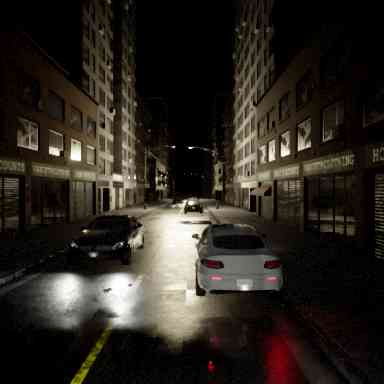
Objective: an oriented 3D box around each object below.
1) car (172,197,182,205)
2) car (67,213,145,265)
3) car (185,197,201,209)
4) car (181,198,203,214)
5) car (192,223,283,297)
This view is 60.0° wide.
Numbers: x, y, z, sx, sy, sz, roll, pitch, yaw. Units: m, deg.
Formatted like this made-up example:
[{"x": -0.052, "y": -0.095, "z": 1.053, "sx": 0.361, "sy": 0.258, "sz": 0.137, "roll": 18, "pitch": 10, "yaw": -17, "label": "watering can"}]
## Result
[{"x": -2.570, "y": 1.599, "z": 58.814, "sx": 2.033, "sy": 1.411, "sz": 5.357, "roll": 0, "pitch": 0, "yaw": 0, "label": "car"}, {"x": -2.814, "y": 1.526, "z": 11.842, "sx": 1.812, "sy": 1.442, "sz": 4.674, "roll": 0, "pitch": 0, "yaw": 0, "label": "car"}, {"x": 0.151, "y": 1.523, "z": 45.708, "sx": 2.128, "sy": 1.511, "sz": 4.902, "roll": 0, "pitch": 0, "yaw": 0, "label": "car"}, {"x": 0.171, "y": 1.582, "z": 35.738, "sx": 1.994, "sy": 1.385, "sz": 4.181, "roll": 0, "pitch": 0, "yaw": 1, "label": "car"}, {"x": 0.988, "y": 1.527, "z": 8.491, "sx": 1.812, "sy": 1.442, "sz": 4.674, "roll": 0, "pitch": 0, "yaw": 0, "label": "car"}]
